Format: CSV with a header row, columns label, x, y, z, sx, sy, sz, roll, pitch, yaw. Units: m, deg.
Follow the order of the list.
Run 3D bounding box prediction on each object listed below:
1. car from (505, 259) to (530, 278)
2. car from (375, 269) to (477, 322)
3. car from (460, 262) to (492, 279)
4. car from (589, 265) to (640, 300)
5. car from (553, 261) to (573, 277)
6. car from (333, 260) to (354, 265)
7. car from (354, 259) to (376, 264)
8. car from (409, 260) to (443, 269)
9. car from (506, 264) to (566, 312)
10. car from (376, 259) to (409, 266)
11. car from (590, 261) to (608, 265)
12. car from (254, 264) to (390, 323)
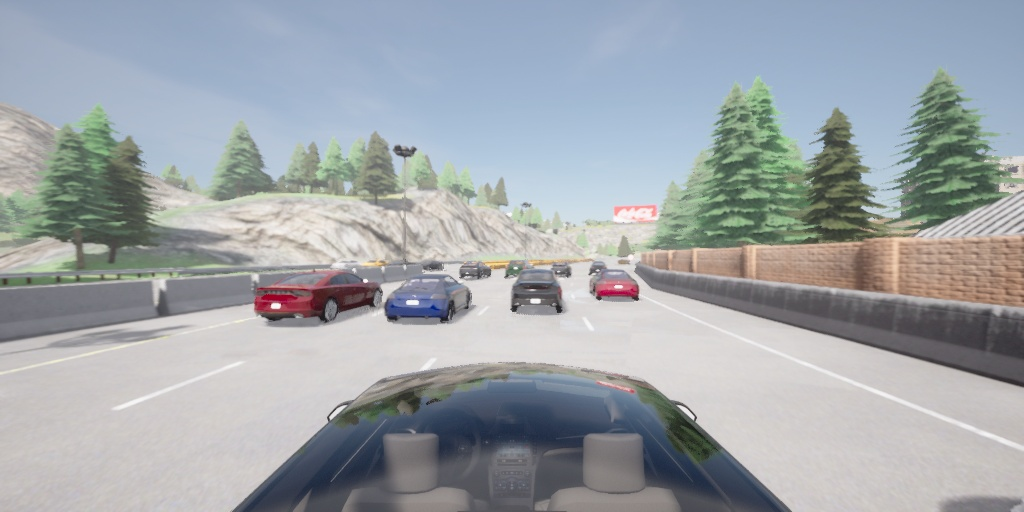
label,x,y,z,sx,sy,sz,roll,pitch,yaw
car,0.827,1.107,33.647,2.097,1.767,4.553,0,0,13
car,-2.680,1.307,12.278,1.994,1.385,4.181,0,0,5
car,-3.169,1.234,31.949,2.128,1.511,4.902,0,0,12
car,4.985,1.330,17.877,1.994,1.385,4.181,0,0,7
car,4.928,1.259,35.735,2.128,1.511,4.902,0,0,14
car,-21.323,1.213,46.530,1.812,1.442,4.674,0,0,16
car,-17.651,1.177,46.629,1.882,1.535,5.008,0,0,17
car,-10.614,1.198,45.764,1.882,1.535,5.008,0,0,17
car,1.038,1.259,14.373,1.837,1.490,4.892,0,0,6
car,-14.402,1.187,45.282,1.882,1.535,5.008,0,0,17
car,9.414,1.307,38.852,1.812,1.442,4.674,0,0,16
car,-6.199,1.209,12.191,1.882,1.535,5.008,0,0,5
